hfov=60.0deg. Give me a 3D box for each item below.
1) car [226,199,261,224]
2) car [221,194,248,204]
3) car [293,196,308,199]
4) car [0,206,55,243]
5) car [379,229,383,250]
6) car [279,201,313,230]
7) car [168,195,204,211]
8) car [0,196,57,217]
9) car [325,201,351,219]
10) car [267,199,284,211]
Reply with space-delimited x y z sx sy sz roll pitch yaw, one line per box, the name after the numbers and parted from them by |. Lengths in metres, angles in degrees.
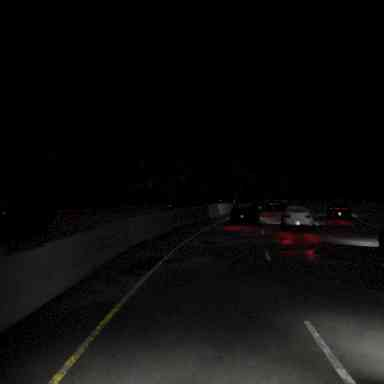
4.140 1.539 25.234 1.882 1.535 5.008 0 0 16 | car
7.623 1.411 56.813 2.150 2.045 5.566 0 0 35 | car
22.170 1.651 68.890 1.882 1.535 5.008 -1 -1 45 | car
-8.935 1.588 16.192 1.994 1.385 4.181 0 0 10 | car
8.162 1.564 11.387 1.812 1.442 4.674 0 0 8 | car
6.704 1.579 21.472 1.812 1.442 4.674 0 0 15 | car
-0.483 1.311 34.019 2.150 2.045 5.566 0 0 21 | car
-11.364 1.264 22.077 2.150 2.045 5.566 0 0 13 | car
13.215 1.573 30.046 1.837 1.490 4.892 0 0 21 | car
10.542 1.597 40.945 2.128 1.511 4.902 0 0 26 | car
